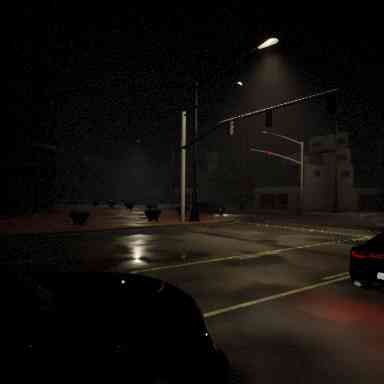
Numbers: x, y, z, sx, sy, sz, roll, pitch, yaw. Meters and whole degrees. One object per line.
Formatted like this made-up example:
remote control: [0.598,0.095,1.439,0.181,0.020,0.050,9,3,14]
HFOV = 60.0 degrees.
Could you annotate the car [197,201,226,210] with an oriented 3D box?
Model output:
car: [1.802,1.656,36.127,1.994,1.385,4.181,1,0,-35]

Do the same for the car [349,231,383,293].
car: [5.752,1.498,7.883,5.008,1.535,1.882,0,0,-35]

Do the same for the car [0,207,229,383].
car: [-2.328,1.222,2.083,5.566,2.045,2.150,0,0,-36]
